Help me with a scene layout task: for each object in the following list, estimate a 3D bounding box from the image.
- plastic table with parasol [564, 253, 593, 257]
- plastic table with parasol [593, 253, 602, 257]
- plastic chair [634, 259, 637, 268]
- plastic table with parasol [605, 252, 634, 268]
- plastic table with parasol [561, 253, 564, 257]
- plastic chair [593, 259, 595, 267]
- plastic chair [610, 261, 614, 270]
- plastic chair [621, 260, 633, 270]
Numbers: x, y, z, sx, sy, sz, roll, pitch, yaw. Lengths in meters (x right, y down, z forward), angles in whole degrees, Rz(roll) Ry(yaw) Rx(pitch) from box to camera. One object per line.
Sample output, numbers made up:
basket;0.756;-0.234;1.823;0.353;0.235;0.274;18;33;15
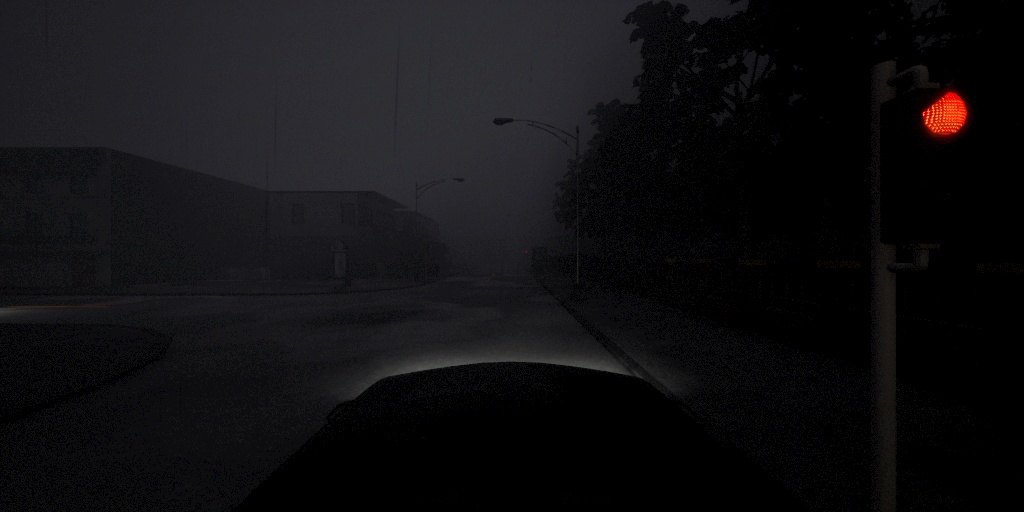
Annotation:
plastic table with parasol;9.987;0.684;53.957;2.482;2.480;2.482;0;0;-40
plastic table with parasol;14.686;0.673;59.431;2.482;2.480;2.482;0;0;-42
plastic chair;18.661;1.161;54.665;0.750;1.272;0.730;0;0;-39
plastic table with parasol;15.306;0.694;51.217;2.482;2.480;2.482;0;0;-40
plastic table with parasol;10.700;0.705;62.399;2.482;2.480;2.482;0;0;-40
plastic chair;13.734;1.304;58.543;0.730;1.272;0.750;0;0;-35
plastic chair;14.332;1.306;50.316;0.730;1.272;0.750;0;0;-35
plastic chair;16.038;1.296;50.218;0.750;1.272;0.730;0;0;-40
